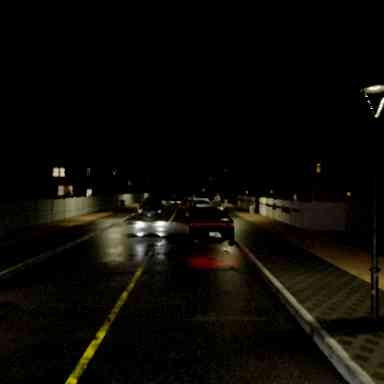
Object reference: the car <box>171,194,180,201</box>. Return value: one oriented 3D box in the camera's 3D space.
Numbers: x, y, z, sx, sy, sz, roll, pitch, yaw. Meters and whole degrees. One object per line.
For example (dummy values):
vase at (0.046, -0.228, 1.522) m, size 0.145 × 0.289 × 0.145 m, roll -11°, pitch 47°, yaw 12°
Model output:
car at (-3.241, 1.127, 66.912) m, size 2.033 × 1.411 × 5.357 m, roll 0°, pitch 0°, yaw 0°

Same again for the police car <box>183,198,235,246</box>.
police car at (0.720, 1.306, 14.759) m, size 1.930 × 1.638 × 5.238 m, roll 0°, pitch 0°, yaw 0°

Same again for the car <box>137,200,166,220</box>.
car at (-3.034, 1.330, 25.720) m, size 1.812 × 1.442 × 4.674 m, roll 0°, pitch 0°, yaw 0°

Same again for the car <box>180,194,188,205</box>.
car at (-0.357, 1.019, 49.126) m, size 2.097 × 1.767 × 4.553 m, roll 0°, pitch 0°, yaw 0°

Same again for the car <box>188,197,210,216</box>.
car at (0.603, 1.278, 30.651) m, size 1.837 × 1.490 × 4.892 m, roll 0°, pitch 0°, yaw 0°

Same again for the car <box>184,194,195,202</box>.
car at (-0.481, 1.159, 66.064) m, size 1.994 × 1.385 × 4.181 m, roll 0°, pitch 0°, yaw 0°

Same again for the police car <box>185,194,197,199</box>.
police car at (0.646, 1.237, 24.761) m, size 1.930 × 1.638 × 5.238 m, roll 0°, pitch 0°, yaw 0°
